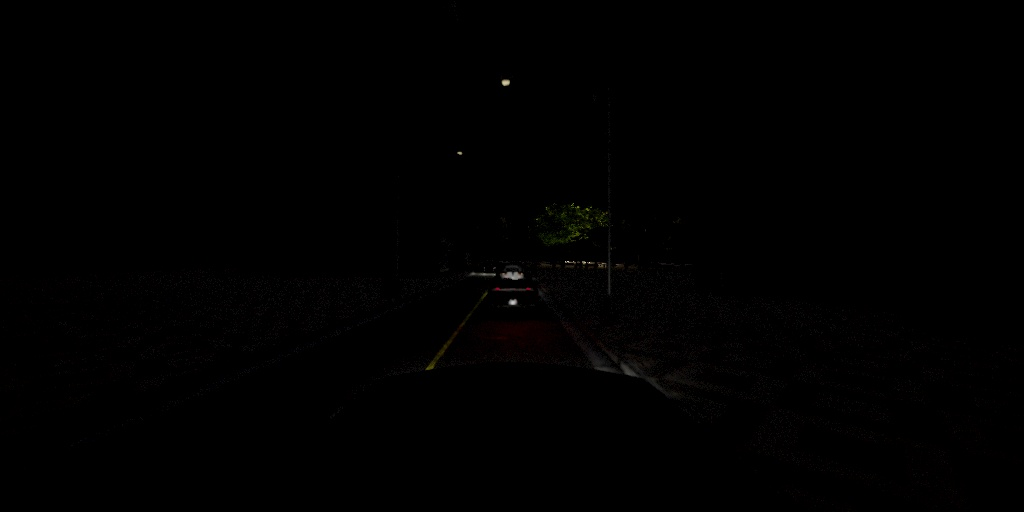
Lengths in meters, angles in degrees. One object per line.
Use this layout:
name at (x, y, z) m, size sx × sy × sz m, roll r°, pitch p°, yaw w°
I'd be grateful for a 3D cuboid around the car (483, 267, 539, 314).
car at (0.045, 1.345, 14.250) m, size 2.128 × 1.511 × 4.902 m, roll 0°, pitch 0°, yaw 0°

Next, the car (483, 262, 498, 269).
car at (-3.055, 1.632, 50.832) m, size 1.882 × 1.535 × 5.008 m, roll 0°, pitch -1°, yaw 0°

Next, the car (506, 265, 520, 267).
car at (0.051, 1.508, 29.918) m, size 1.812 × 1.442 × 4.674 m, roll 0°, pitch 0°, yaw 0°
